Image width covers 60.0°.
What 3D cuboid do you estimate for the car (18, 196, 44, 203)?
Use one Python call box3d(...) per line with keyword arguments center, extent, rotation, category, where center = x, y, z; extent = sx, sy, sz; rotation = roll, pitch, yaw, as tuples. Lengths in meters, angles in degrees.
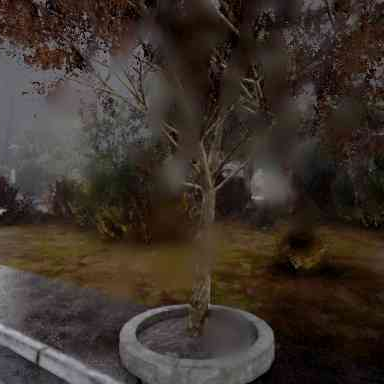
box3d(center=(-21.842, 1.216, 45.031), extent=(2.033, 1.411, 5.357), rotation=(1, 0, 32), category="car")
